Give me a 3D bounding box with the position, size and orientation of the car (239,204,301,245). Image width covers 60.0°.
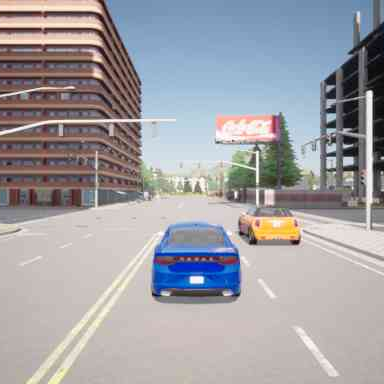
[{"bbox_3d":[3.473,1.352,15.728,2.097,1.767,4.553,0,0,0],"label":"car"}]

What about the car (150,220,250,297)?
[{"bbox_3d":[0.085,1.478,8.639,1.882,1.535,5.008,0,0,0],"label":"car"}]
